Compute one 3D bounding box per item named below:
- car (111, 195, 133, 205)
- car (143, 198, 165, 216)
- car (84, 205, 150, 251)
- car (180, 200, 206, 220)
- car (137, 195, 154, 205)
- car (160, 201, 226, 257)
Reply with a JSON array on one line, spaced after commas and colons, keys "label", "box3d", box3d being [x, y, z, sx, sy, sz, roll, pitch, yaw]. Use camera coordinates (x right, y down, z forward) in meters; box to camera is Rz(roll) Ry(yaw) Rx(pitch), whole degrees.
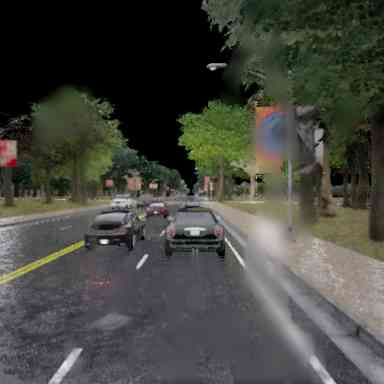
[{"label": "car", "box3d": [-9.821, 1.371, 46.850, 2.150, 2.045, 5.566, 0, -1, 0]}, {"label": "car", "box3d": [-3.147, 1.615, 31.139, 1.812, 1.442, 4.674, 0, 0, 0]}, {"label": "car", "box3d": [-3.148, 1.535, 14.343, 1.837, 1.490, 4.892, 0, 0, 0]}, {"label": "car", "box3d": [0.103, 1.577, 30.110, 2.128, 1.511, 4.902, 0, 0, 0]}, {"label": "car", "box3d": [-6.571, 1.377, 48.084, 2.150, 2.045, 5.566, 0, -1, 0]}, {"label": "car", "box3d": [0.100, 1.378, 13.143, 2.097, 1.767, 4.553, 0, 0, 0]}]
